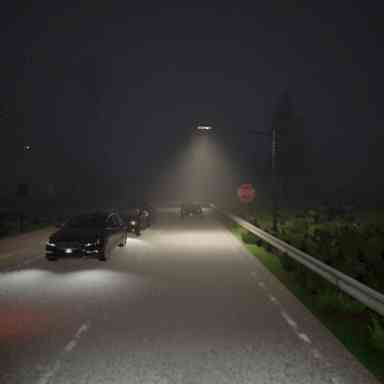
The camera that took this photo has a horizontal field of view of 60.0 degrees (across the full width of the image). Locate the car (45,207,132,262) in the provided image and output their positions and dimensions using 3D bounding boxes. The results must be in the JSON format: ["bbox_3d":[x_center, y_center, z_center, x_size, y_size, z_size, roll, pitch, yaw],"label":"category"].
[{"bbox_3d":[-3.660,1.511,12.266,1.837,1.490,4.892,0,0,0],"label":"car"}]

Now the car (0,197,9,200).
[{"bbox_3d":[-32.624,1.544,56.997,1.784,1.438,3.905,0,0,-1],"label":"car"}]

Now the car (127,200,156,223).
[{"bbox_3d":[-3.681,1.360,22.610,2.097,1.767,4.553,0,0,0],"label":"car"}]

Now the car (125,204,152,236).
[{"bbox_3d":[-3.603,1.571,18.278,1.994,1.385,4.181,0,0,0],"label":"car"}]

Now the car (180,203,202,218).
[{"bbox_3d":[-0.072,1.611,30.109,1.895,1.301,4.718,0,0,0],"label":"car"}]
